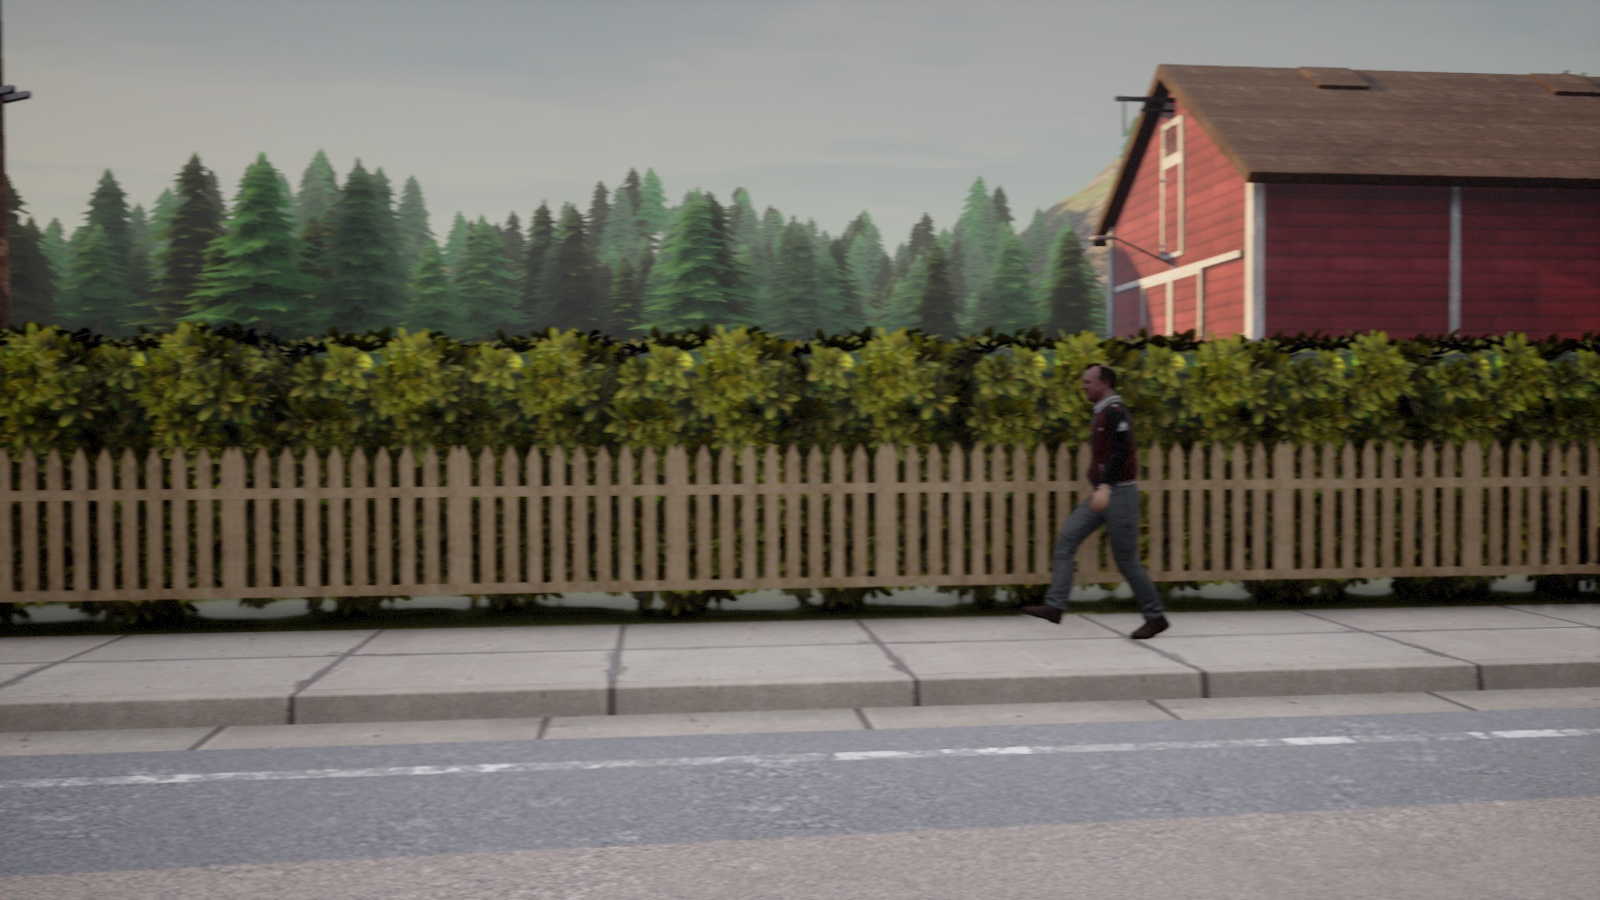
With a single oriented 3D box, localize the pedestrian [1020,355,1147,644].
[{"bbox_3d":[1.851,0.317,8.245,0.720,1.854,0.376,0,1,-3],"label":"pedestrian"}]
